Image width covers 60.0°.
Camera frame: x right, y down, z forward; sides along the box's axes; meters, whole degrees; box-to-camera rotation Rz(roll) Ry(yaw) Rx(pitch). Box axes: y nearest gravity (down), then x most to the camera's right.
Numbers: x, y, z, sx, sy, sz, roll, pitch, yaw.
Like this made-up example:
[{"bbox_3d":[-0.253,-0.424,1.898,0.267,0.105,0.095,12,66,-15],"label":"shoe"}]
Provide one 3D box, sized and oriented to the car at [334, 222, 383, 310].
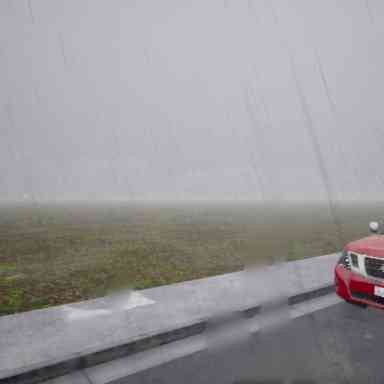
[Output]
[{"bbox_3d":[5.260,1.221,6.805,5.566,2.045,2.150,0,0,-35],"label":"car"}]
